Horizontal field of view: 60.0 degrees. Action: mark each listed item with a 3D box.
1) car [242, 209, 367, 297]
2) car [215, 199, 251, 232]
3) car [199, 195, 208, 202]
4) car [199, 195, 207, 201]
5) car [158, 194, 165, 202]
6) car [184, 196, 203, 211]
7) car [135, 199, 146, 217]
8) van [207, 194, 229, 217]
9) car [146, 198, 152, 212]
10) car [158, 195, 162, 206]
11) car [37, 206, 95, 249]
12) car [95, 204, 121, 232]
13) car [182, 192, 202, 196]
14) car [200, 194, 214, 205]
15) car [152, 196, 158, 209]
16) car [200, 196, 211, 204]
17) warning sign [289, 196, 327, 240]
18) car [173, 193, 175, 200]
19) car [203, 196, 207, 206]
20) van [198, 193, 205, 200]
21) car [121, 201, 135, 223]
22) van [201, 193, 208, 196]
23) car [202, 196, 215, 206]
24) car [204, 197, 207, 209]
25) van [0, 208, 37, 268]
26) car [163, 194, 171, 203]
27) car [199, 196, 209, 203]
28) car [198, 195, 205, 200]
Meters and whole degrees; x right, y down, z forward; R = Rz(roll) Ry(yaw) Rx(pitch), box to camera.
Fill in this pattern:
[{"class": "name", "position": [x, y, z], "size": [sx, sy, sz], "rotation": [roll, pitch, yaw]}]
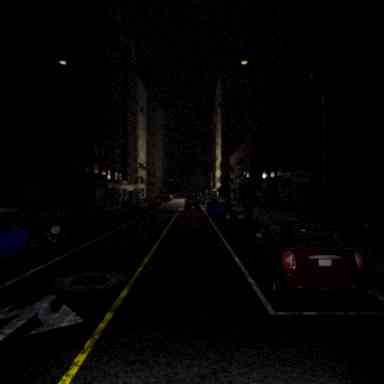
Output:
[{"class": "car", "position": [2.660, 1.436, 8.588], "size": [1.967, 1.590, 4.097], "rotation": [0, 0, 0]}, {"class": "car", "position": [2.649, 1.431, 19.927], "size": [1.967, 1.590, 4.097], "rotation": [0, 0, 0]}, {"class": "car", "position": [2.599, 1.494, 76.619], "size": [2.008, 1.369, 4.403], "rotation": [0, 0, 0]}, {"class": "car", "position": [2.594, 1.517, 82.289], "size": [1.802, 1.307, 4.206], "rotation": [0, 0, 0]}, {"class": "car", "position": [-5.907, 1.492, 53.755], "size": [1.752, 1.417, 4.829], "rotation": [0, 0, 0]}, {"class": "car", "position": [0.078, 1.504, 39.359], "size": [1.812, 1.442, 4.674], "rotation": [0, 0, 0]}, {"class": "car", "position": [-5.887, 1.551, 31.252], "size": [1.947, 1.339, 4.313], "rotation": [0, 0, 0]}, {"class": "van", "position": [2.639, 1.325, 31.265], "size": [1.690, 1.788, 3.998], "rotation": [0, 0, 0]}, {"class": "car", "position": [-5.891, 1.506, 36.750], "size": [1.752, 1.417, 4.829], "rotation": [0, 0, 0]}, {"class": "car", "position": [-5.901, 1.516, 48.256], "size": [1.887, 1.381, 4.507], "rotation": [0, 0, 0]}, {"class": "car", "position": [-5.871, 1.435, 14.247], "size": [1.967, 1.590, 4.097], "rotation": [0, 0, 0]}, {"class": "car", "position": [-5.876, 1.557, 19.915], "size": [1.947, 1.339, 4.313], "rotation": [0, 0, 0]}, {"class": "car", "position": [-0.030, 1.320, 50.041], "size": [2.097, 1.767, 4.553], "rotation": [0, 0, 0]}, {"class": "car", "position": [2.613, 1.275, 59.611], "size": [2.192, 1.841, 5.009], "rotation": [0, 0, 0]}, {"class": "car", "position": [-5.896, 1.542, 42.588], "size": [1.947, 1.339, 4.313], "rotation": [0, 0, 0]}, {"class": "car", "position": [2.609, 1.520, 65.282], "size": [1.947, 1.339, 4.313], "rotation": [0, 0, 0]}, {"class": "warning sign", "position": [5.056, 1.109, 14.585], "size": [1.300, 1.860, 1.060], "rotation": [0, 0, 0]}, {"class": "car", "position": [-5.932, 1.461, 82.097], "size": [1.752, 1.417, 4.829], "rotation": [0, 0, 0]}, {"class": "car", "position": [2.629, 1.527, 42.604], "size": [2.008, 1.369, 4.403], "rotation": [0, 0, 0]}, {"class": "van", "position": [2.589, 1.266, 87.959], "size": [1.690, 1.788, 3.998], "rotation": [0, 0, 0]}, {"class": "car", "position": [-5.881, 1.571, 25.584], "size": [1.802, 1.307, 4.206], "rotation": [0, 0, 0]}, {"class": "van", "position": [2.624, 1.312, 48.273], "size": [1.690, 1.788, 3.998], "rotation": [0, 0, 0]}, {"class": "car", "position": [2.619, 1.406, 53.943], "size": [1.967, 1.590, 4.097], "rotation": [0, 0, 0]}, {"class": "car", "position": [2.634, 1.505, 37.104], "size": [1.752, 1.417, 4.829], "rotation": [0, 0, 0]}, {"class": "van", "position": [-5.866, 1.338, 8.578], "size": [1.690, 1.788, 3.998], "rotation": [0, 0, 0]}, {"class": "car", "position": [-5.917, 1.270, 65.262], "size": [2.192, 1.841, 5.009], "rotation": [0, 0, 0]}, {"class": "car", "position": [2.603, 1.515, 70.950], "size": [1.947, 1.339, 4.313], "rotation": [0, 0, 0]}, {"class": "car", "position": [2.583, 1.438, 93.799], "size": [1.752, 1.417, 4.829], "rotation": [0, 0, 0]}]
